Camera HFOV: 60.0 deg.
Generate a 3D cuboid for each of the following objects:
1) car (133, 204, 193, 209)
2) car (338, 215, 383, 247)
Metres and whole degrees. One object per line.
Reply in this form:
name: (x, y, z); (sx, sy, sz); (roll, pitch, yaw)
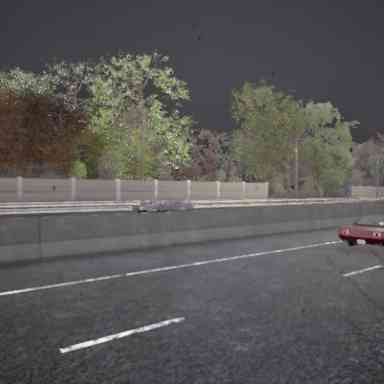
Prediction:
car: (-2.358, 1.195, 27.979); (5.357, 1.411, 2.033); (0, 0, -35)
car: (8.248, 1.604, 13.923); (4.718, 1.301, 1.895); (0, 0, -36)
